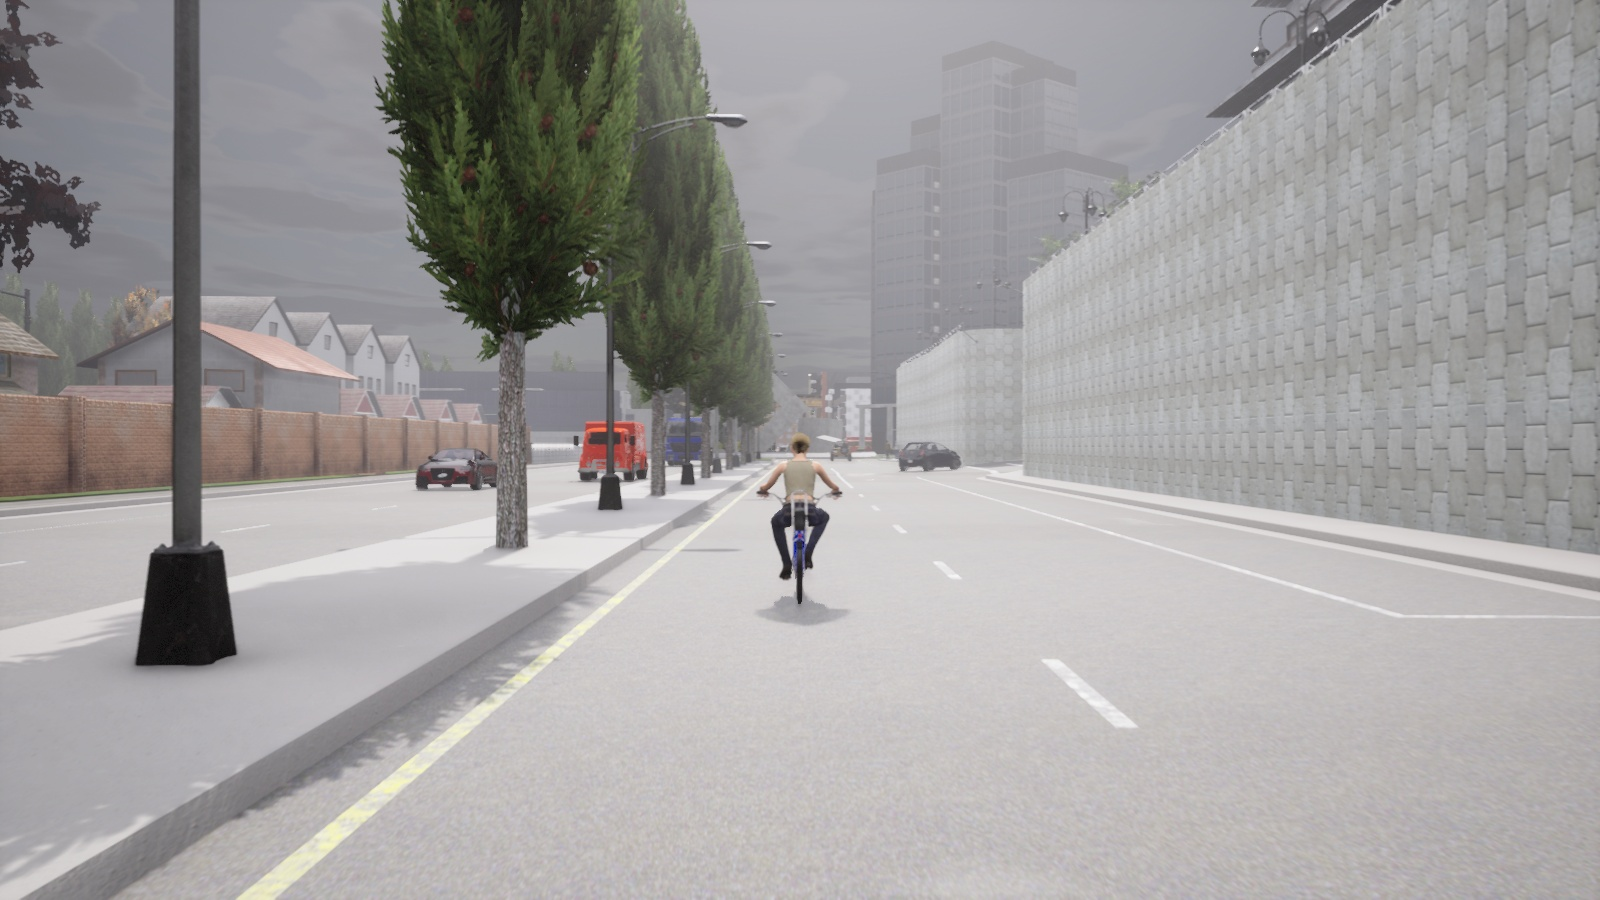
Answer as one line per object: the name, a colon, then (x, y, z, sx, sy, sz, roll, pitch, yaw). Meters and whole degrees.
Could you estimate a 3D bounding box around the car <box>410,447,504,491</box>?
car: (-11.421, 0.607, 42.056, 1.994, 1.385, 4.181, 0, 0, 0)

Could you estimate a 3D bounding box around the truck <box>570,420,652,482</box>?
truck: (-7.888, 0.023, 52.946, 2.627, 2.467, 5.204, 0, 0, 0)

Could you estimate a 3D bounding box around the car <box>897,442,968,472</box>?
car: (6.850, 0.359, 64.789, 1.845, 1.501, 3.633, -1, 0, 42)

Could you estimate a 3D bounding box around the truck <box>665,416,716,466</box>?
truck: (-7.785, -0.624, 90.094, 2.891, 3.462, 7.936, 0, 0, 0)

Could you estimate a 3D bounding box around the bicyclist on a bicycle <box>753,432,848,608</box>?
bicyclist on a bicycle: (0.003, 0.638, 12.250, 0.866, 1.612, 1.509, 0, 0, 0)
